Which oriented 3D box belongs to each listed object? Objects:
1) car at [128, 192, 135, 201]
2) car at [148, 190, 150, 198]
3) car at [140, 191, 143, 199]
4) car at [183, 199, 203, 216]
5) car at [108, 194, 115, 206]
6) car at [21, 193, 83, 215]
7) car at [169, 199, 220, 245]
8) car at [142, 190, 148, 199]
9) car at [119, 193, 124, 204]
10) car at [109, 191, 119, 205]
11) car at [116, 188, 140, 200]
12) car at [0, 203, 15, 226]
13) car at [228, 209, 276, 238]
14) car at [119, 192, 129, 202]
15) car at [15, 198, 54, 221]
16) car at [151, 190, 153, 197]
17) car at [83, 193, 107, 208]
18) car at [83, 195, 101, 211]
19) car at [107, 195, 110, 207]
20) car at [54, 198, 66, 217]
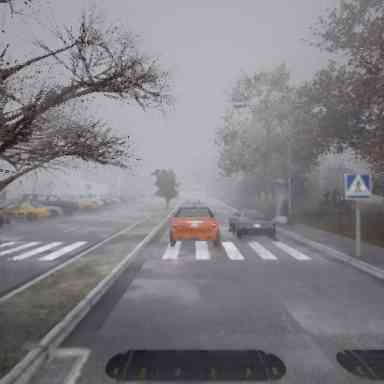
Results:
[{"bbox_3d":[-13.775,1.198,62.293,4.792,1.488,2.163,-1,1,-20],"label":"car"},{"bbox_3d":[-13.754,0.779,83.288,4.553,1.767,2.185,-1,1,-20],"label":"car"},{"bbox_3d":[-13.967,1.042,71.213,5.366,1.575,1.946,-1,1,-20],"label":"car"},{"bbox_3d":[0.108,1.504,33.935,1.837,1.490,4.892,0,0,0],"label":"car"},{"bbox_3d":[-13.817,1.426,47.278,4.674,1.452,2.002,-1,0,-20],"label":"car"},{"bbox_3d":[-13.805,1.247,32.271,5.566,2.045,2.435,-1,0,-20],"label":"car"},{"bbox_3d":[0.104,1.363,15.611,2.097,1.767,4.553,0,0,0],"label":"car"},{"bbox_3d":[-13.816,0.717,77.261,5.566,2.045,2.435,-1,1,-20],"label":"car"},{"bbox_3d":[-13.812,1.345,53.277,4.674,1.452,2.002,-1,1,-20],"label":"car"},{"bbox_3d":[-13.844,1.221,50.264,4.553,1.767,2.185,-1,1,-20],"label":"car"},{"bbox_3d":[-13.778,0.873,65.292,5.566,2.045,2.435,-1,1,-20],"label":"car"},{"bbox_3d":[-13.812,1.536,20.255,4.792,1.488,2.163,-1,0,-20],"label":"car"},{"bbox_3d":[3.104,1.577,17.858,1.994,1.385,4.181,0,0,0],"label":"car"},{"bbox_3d":[-13.799,1.261,56.276,5.008,1.535,2.097,-1,1,-20],"label":"car"},{"bbox_3d":[-14.004,1.507,26.179,5.366,1.575,1.946,-1,0,-20],"label":"car"},{"bbox_3d":[-13.785,0.853,89.285,4.892,1.521,2.231,-1,0,-20],"label":"car"},{"bbox_3d":[-13.848,1.193,41.251,5.566,2.045,2.435,-1,1,-20],"label":"car"},{"bbox_3d":[-13.650,1.460,38.326,5.366,1.575,1.946,-1,0,-20],"label":"car"},{"bbox_3d":[-13.843,1.445,44.253,4.792,1.488,2.163,-1,1,-20],"label":"car"},{"bbox_3d":[-13.834,1.543,29.252,4.674,1.452,2.002,-1,0,-20],"label":"car"}]
